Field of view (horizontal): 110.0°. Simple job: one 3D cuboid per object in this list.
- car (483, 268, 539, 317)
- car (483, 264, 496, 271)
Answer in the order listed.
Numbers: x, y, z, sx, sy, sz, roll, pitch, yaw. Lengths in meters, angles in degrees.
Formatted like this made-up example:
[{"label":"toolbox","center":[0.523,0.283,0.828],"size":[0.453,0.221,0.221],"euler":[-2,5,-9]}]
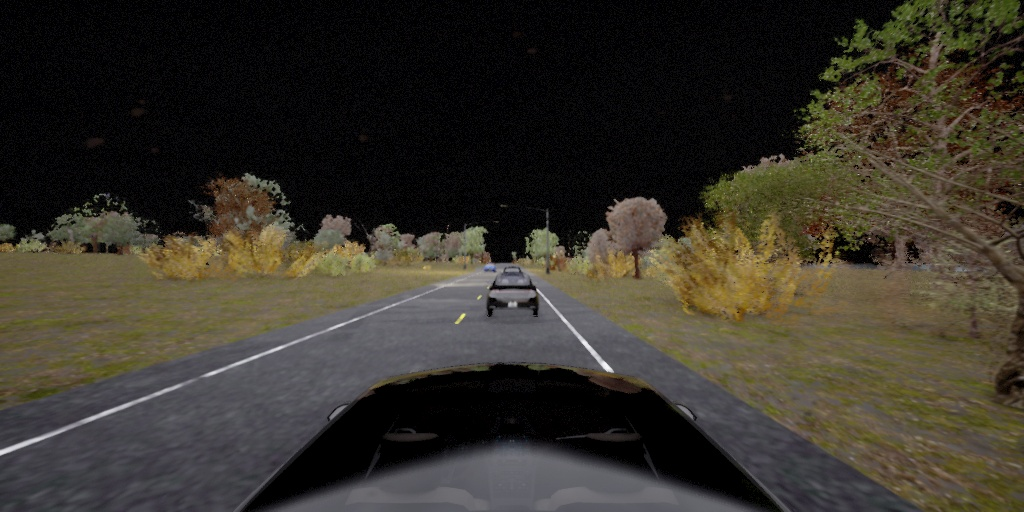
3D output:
[{"label":"car","center":[0.041,1.407,14.075],"size":[2.128,1.511,4.902],"euler":[0,-1,1]},{"label":"car","center":[-3.584,2.006,58.494],"size":[1.882,1.535,5.008],"euler":[0,-1,0]}]
